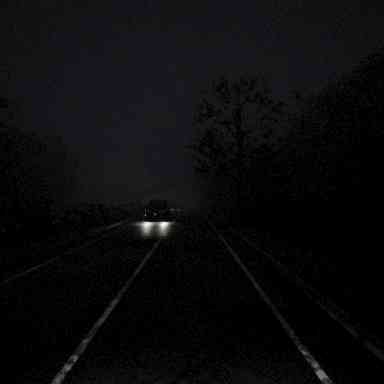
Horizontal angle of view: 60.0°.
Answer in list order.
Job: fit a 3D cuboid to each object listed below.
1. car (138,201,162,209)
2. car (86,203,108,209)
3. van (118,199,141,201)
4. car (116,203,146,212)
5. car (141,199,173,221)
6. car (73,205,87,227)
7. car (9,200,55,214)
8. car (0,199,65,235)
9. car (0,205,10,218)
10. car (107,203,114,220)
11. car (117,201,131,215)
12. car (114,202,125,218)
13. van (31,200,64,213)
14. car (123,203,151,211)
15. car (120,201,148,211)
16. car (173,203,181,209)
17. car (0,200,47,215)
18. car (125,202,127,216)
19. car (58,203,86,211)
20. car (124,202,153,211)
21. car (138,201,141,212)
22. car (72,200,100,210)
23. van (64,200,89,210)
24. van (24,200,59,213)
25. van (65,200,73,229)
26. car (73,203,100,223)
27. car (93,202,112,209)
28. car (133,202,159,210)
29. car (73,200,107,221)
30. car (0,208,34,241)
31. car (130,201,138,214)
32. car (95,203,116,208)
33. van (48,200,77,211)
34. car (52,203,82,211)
[{"bbox_3d":[-10.378,3.140,82.001,5.566,2.045,2.435,0,-2,0],"label":"car"},{"bbox_3d":[-23.427,3.432,81.999,4.674,1.452,2.002,0,-2,0],"label":"car"},{"bbox_3d":[-10.458,2.324,54.259,4.442,1.987,1.878,0,-1,0],"label":"van"},{"bbox_3d":[-10.371,2.648,57.029,4.792,1.488,2.163,0,-1,0],"label":"car"},{"bbox_3d":[-3.394,1.756,33.327,2.150,2.045,5.566,0,-1,0],"label":"car"},{"bbox_3d":[-10.334,1.836,23.724,4.674,1.452,2.002,0,-1,0],"label":"car"},{"bbox_3d":[-23.391,2.164,48.790,5.566,2.045,2.435,0,-1,0],"label":"car"},{"bbox_3d":[-10.358,1.408,18.181,5.566,2.045,2.435,0,-1,0],"label":"car"},{"bbox_3d":[-23.418,2.178,37.580,4.674,1.452,2.002,0,-1,0],"label":"car"},{"bbox_3d":[-10.303,1.876,32.054,4.553,1.767,2.185,0,-1,0],"label":"car"},{"bbox_3d":[-10.343,2.208,40.377,4.892,1.521,2.231,0,-1,0],"label":"car"},{"bbox_3d":[-10.149,2.067,34.827,5.366,1.575,1.946,0,-1,0],"label":"car"},{"bbox_3d":[-23.537,2.326,54.328,4.442,1.987,1.878,0,-1,0],"label":"van"},{"bbox_3d":[-10.338,2.765,62.580,4.892,1.521,2.231,0,-2,0],"label":"car"},{"bbox_3d":[-10.374,2.563,59.805,4.553,1.767,2.185,0,-2,0],"label":"car"},{"bbox_3d":[-3.455,3.077,74.603,2.033,1.411,5.357,0,-2,0],"label":"car"},{"bbox_3d":[-23.390,2.095,46.021,5.566,2.045,2.435,0,-1,0],"label":"car"},{"bbox_3d":[-10.329,2.140,37.602,4.892,1.521,2.231,0,-1,0],"label":"car"},{"bbox_3d":[-23.453,2.872,65.265,4.792,1.488,2.163,0,-2,0],"label":"car"},{"bbox_3d":[-10.530,2.841,65.347,5.366,1.575,1.946,0,-2,0],"label":"car"},{"bbox_3d":[-10.310,2.442,48.703,4.792,1.488,2.163,0,-1,0],"label":"car"},{"bbox_3d":[-23.456,2.864,73.704,5.566,2.045,2.435,0,-2,0],"label":"car"},{"bbox_3d":[-23.542,2.703,68.042,4.442,1.987,1.878,0,-2,0],"label":"van"},{"bbox_3d":[-23.303,2.257,51.558,4.442,1.987,1.878,0,-1,0],"label":"van"},{"bbox_3d":[-10.214,1.502,20.955,4.442,1.987,1.878,0,-1,0],"label":"van"},{"bbox_3d":[-10.327,1.864,26.500,5.008,1.535,2.097,0,-1,0],"label":"car"},{"bbox_3d":[-23.463,3.447,87.418,4.553,1.767,2.185,0,-2,0],"label":"car"},{"bbox_3d":[-10.162,3.111,73.669,5.366,1.575,1.946,0,-2,0],"label":"car"},{"bbox_3d":[-10.302,1.807,29.279,4.553,1.767,2.185,0,-1,0],"label":"car"},{"bbox_3d":[-10.358,1.650,15.424,4.792,1.488,2.163,0,-1,0],"label":"car"},{"bbox_3d":[-10.152,2.272,43.152,5.366,1.575,1.946,0,-1,0],"label":"car"},{"bbox_3d":[-23.427,3.665,90.183,5.008,1.535,2.097,0,-2,0],"label":"car"},{"bbox_3d":[-23.314,2.466,59.882,4.442,1.987,1.878,0,-2,0],"label":"van"},{"bbox_3d":[-23.453,2.795,62.626,4.792,1.488,2.163,0,-2,0],"label":"car"}]
